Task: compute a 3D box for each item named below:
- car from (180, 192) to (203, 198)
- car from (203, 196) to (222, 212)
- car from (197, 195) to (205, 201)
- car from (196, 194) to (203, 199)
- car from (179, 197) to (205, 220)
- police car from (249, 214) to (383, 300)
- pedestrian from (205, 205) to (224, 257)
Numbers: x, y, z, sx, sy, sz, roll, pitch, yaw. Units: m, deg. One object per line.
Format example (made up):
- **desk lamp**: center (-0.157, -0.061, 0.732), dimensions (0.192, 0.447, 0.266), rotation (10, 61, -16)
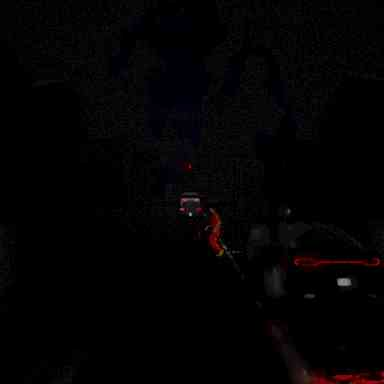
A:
- **car**: center (-0.184, 1.096, 36.838), dimensions (2.150, 2.045, 5.566), rotation (0, 0, 0)
- **car**: center (2.405, 1.425, 37.219), dimensions (2.008, 1.369, 4.403), rotation (-1, 0, 0)
- **car**: center (2.150, 1.339, 80.728), dimensions (1.802, 1.307, 4.206), rotation (-1, 0, 0)
- **car**: center (2.085, 1.274, 91.793), dimensions (1.887, 1.381, 4.507), rotation (-1, 0, 0)
- **car**: center (-0.102, 1.431, 27.089), dimensions (1.812, 1.442, 4.674), rotation (0, 0, 0)
- **police car**: center (2.701, 1.393, 8.518), dimensions (1.930, 1.638, 5.238), rotation (0, 0, 0)
- **pedestrian**: center (0.744, 1.253, 11.156), dimensions (0.375, 1.860, 0.375), rotation (-1, 2, -10)
